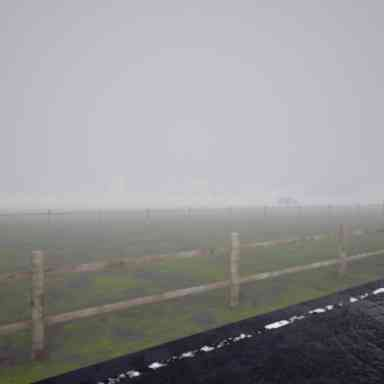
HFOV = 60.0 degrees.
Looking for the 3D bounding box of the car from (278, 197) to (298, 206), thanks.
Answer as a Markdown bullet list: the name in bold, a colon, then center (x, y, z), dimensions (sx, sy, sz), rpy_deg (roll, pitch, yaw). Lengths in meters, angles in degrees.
- **car**: center (21.655, 2.070, 75.363), dimensions (2.150, 2.045, 5.566), rpy_deg (1, -1, -20)
